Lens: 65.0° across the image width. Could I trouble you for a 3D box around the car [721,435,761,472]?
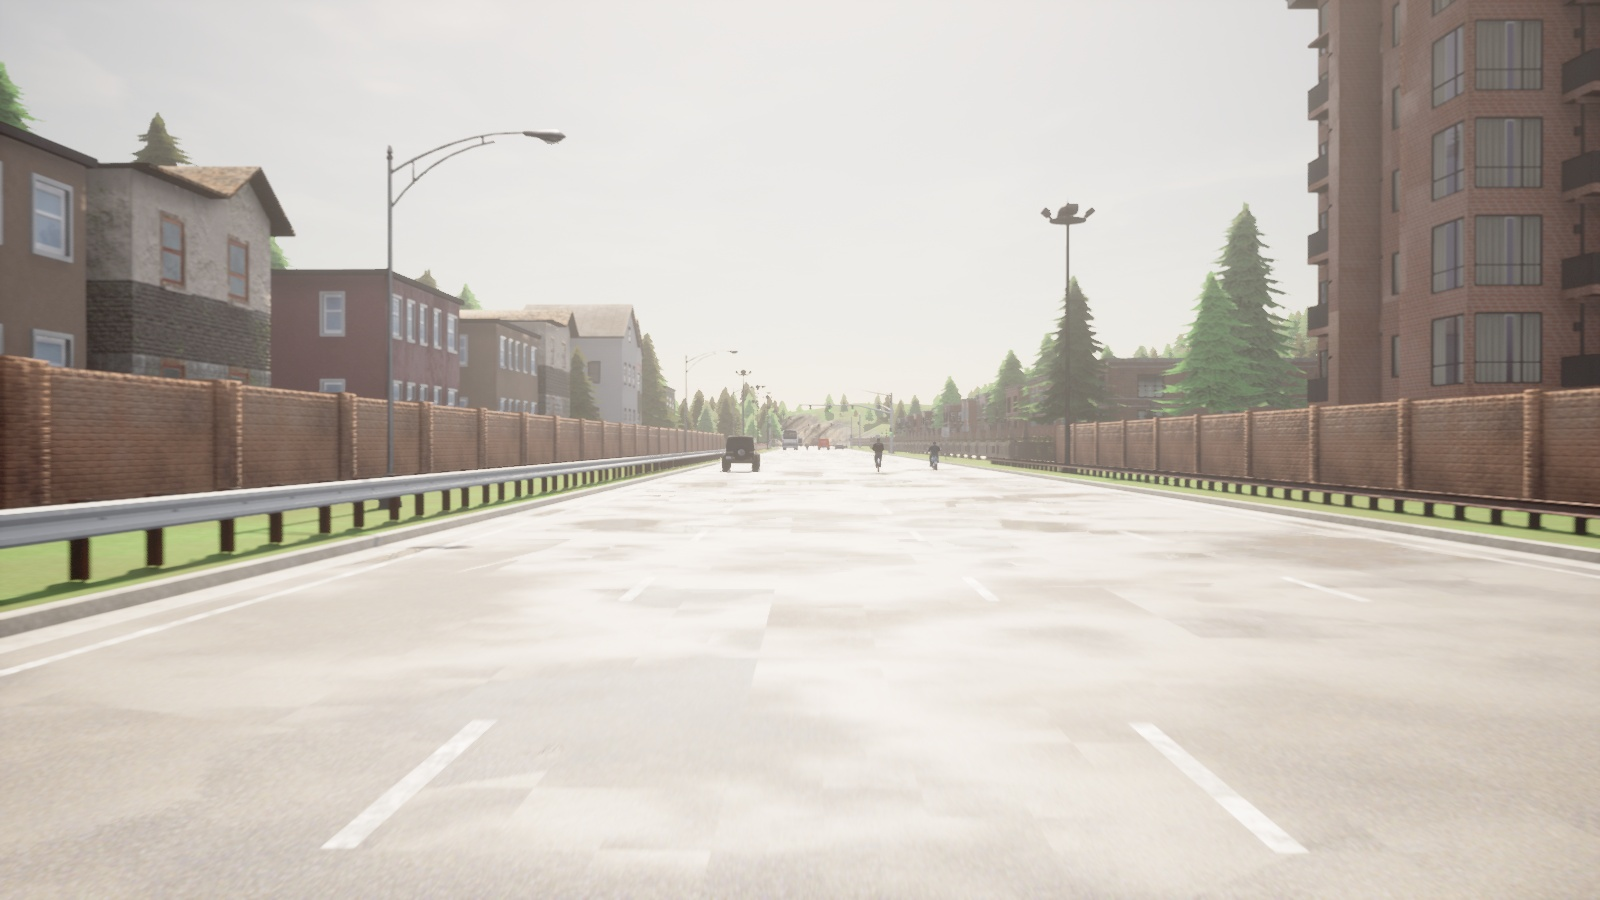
[{"bbox_3d":[-3.106,0.166,66.560,1.905,1.878,3.866,0,0,0],"label":"car"}]
